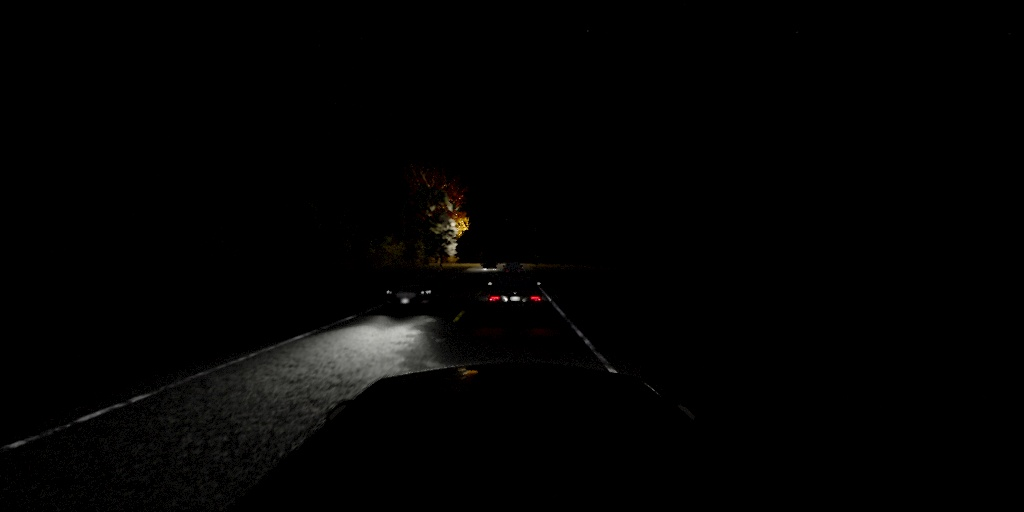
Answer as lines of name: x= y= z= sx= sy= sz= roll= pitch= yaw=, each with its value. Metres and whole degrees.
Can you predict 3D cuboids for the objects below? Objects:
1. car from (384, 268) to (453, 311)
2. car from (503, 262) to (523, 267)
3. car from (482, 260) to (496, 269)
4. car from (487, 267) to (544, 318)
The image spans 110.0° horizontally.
car: x=-3.601 y=1.247 z=14.530 sx=2.128 sy=1.511 sz=4.902 roll=0 pitch=0 yaw=0
car: x=0.087 y=1.291 z=34.487 sx=1.812 sy=1.442 sz=4.674 roll=0 pitch=0 yaw=0
car: x=-3.557 y=1.345 z=56.938 sx=1.994 sy=1.385 sz=4.181 roll=0 pitch=0 yaw=0
car: x=0.095 y=1.302 z=13.022 sx=2.033 sy=1.411 sz=5.357 roll=0 pitch=0 yaw=0
